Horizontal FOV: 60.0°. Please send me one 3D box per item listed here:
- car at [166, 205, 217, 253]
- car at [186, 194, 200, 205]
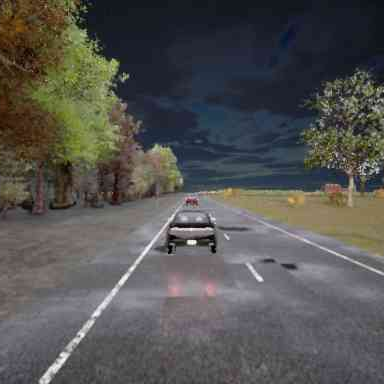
[{"bbox_3d":[-0.007,1.492,13.692,2.128,1.511,4.902,0,0,0],"label":"car"},{"bbox_3d":[-0.033,1.473,56.202,1.882,1.535,5.008,0,0,0],"label":"car"}]
